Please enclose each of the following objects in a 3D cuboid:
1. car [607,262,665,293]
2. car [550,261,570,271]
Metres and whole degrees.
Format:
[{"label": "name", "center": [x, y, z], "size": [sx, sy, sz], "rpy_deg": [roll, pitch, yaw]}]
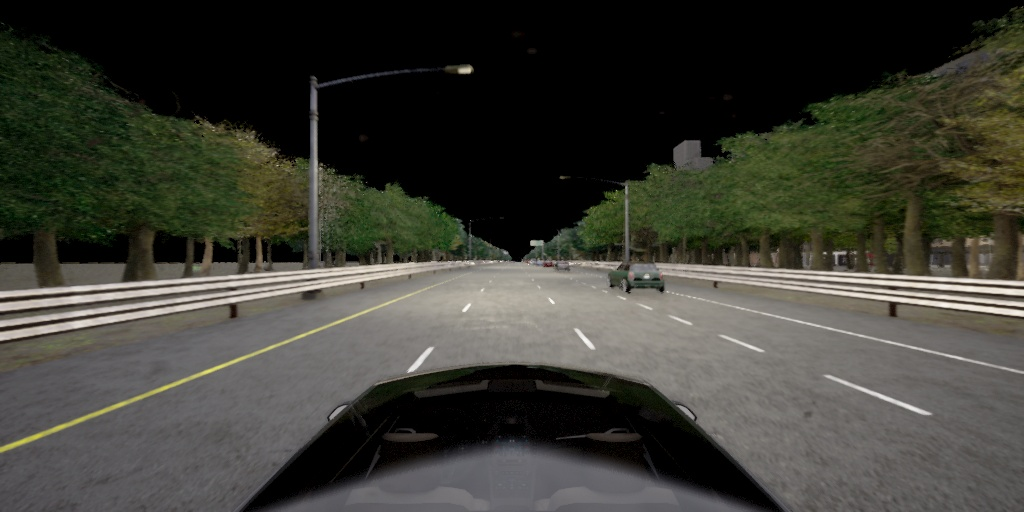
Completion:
[{"label": "car", "center": [7.009, 1.110, 20.759], "size": [2.097, 1.767, 4.553], "rpy_deg": [0, 0, 0]}, {"label": "car", "center": [7.106, 1.418, 51.523], "size": [2.128, 1.511, 4.902], "rpy_deg": [0, -1, 0]}]
